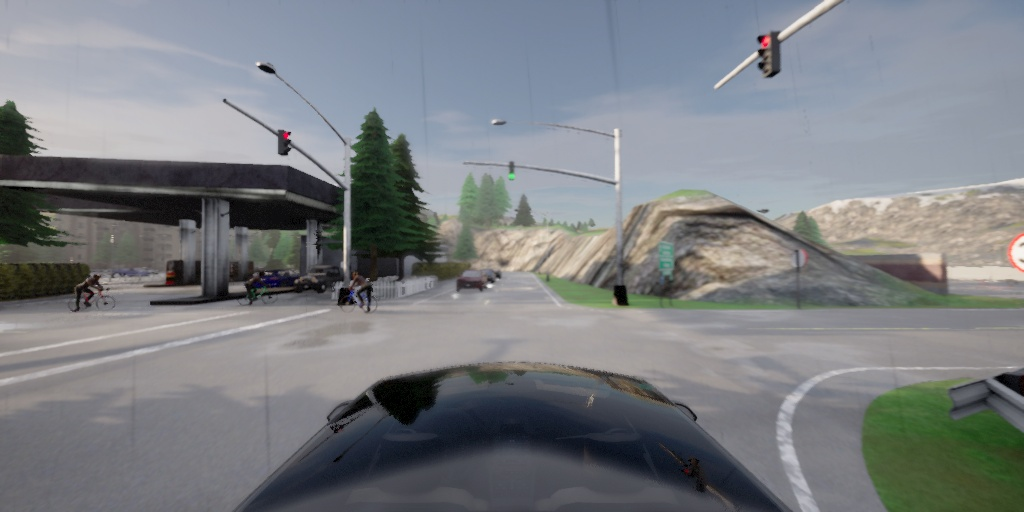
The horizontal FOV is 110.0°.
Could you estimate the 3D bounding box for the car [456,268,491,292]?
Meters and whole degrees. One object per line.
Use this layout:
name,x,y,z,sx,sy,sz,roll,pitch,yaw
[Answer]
car,-2.886,1.755,26.670,1.882,1.535,5.008,0,-1,2

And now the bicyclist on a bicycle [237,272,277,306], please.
bicyclist on a bicycle,-12.629,1.626,17.827,1.656,1.620,0.582,1,-2,-39

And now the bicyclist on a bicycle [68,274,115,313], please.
bicyclist on a bicycle,-18.147,1.607,15.505,1.656,1.620,0.582,0,-2,-14

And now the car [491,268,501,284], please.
car,-2.617,2.020,36.526,2.033,1.411,5.357,0,-1,2

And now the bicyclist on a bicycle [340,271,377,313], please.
bicyclist on a bicycle,-5.937,1.409,13.868,1.656,1.620,0.582,-1,-2,14
